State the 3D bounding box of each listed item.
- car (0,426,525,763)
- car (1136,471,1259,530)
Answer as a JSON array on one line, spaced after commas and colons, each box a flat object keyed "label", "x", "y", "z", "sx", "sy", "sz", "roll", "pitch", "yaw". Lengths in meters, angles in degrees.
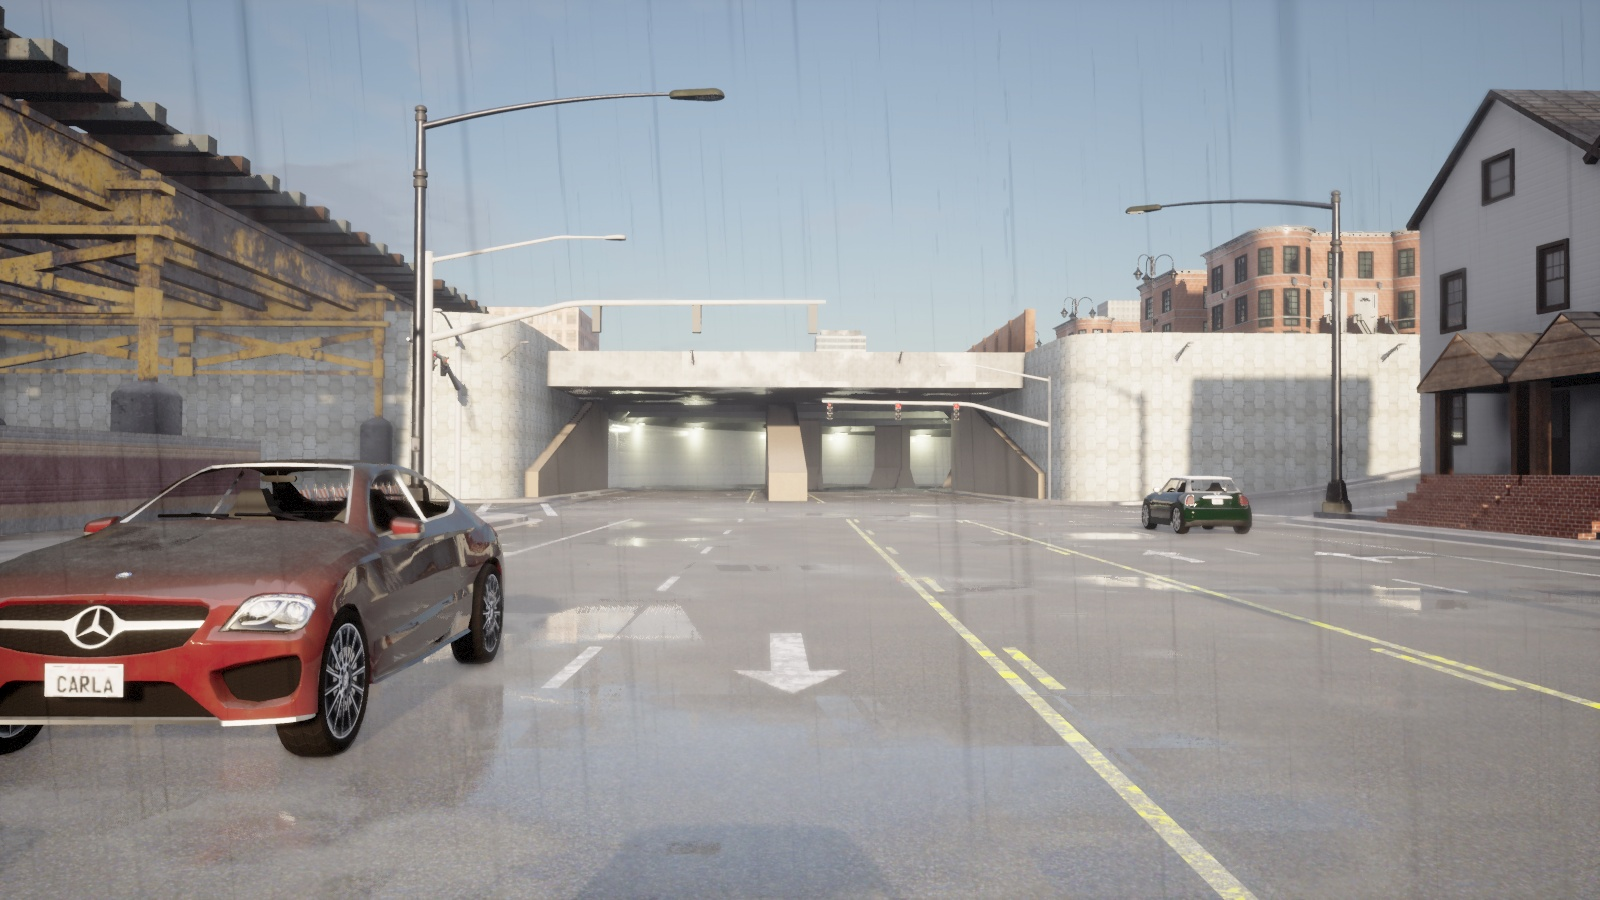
[{"label": "car", "x": -3.521, "y": 0.753, "z": 8.692, "sx": 2.152, "sy": 1.651, "sz": 5.027, "roll": 0, "pitch": -1, "yaw": 0}, {"label": "car", "x": 10.448, "y": 1.296, "z": 33.317, "sx": 1.970, "sy": 1.475, "sz": 3.806, "roll": 0, "pitch": -1, "yaw": -1}]
